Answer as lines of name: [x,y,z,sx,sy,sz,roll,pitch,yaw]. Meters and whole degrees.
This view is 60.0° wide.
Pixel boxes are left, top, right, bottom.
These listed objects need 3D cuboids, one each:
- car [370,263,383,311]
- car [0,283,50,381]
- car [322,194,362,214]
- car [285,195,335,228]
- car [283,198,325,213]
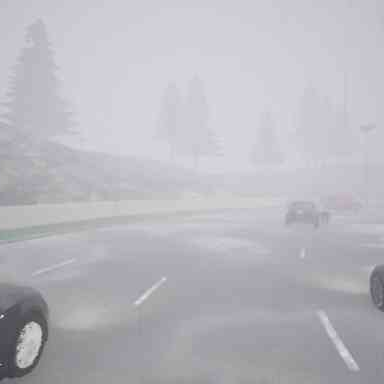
car: [4.214,1.540,4.680,1.812,1.442,4.674,0,0,8]
car: [-2.981,1.469,2.641,1.837,1.490,4.892,0,0,4]
car: [15.738,1.206,35.260,5.566,2.045,2.150,0,0,-36]
car: [7.853,1.324,22.310,2.097,1.767,4.553,1,0,33]
car: [12.634,1.441,37.521,4.902,1.511,2.128,0,0,-38]
